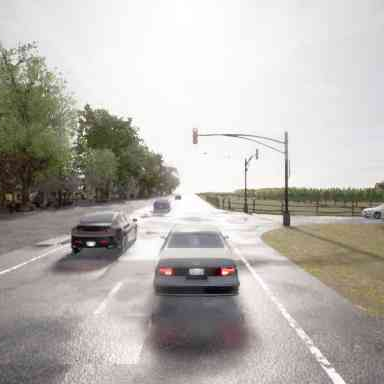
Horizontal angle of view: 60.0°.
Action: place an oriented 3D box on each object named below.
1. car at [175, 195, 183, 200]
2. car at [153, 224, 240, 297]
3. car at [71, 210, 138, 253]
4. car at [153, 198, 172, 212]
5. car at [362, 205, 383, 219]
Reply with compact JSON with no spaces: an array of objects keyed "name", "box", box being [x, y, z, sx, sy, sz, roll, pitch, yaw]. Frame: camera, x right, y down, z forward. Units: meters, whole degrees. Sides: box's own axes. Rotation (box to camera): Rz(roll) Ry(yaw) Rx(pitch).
[{"name":"car","box":[-3.711,1.501,91.617,1.837,1.490,4.892,0,0,0]},{"name":"car","box":[0.082,1.550,8.778,2.033,1.411,5.357,0,0,0]},{"name":"car","box":[-3.430,1.509,13.701,1.837,1.490,4.892,0,0,0]},{"name":"car","box":[-3.491,1.485,39.864,1.882,1.535,5.008,0,0,0]},{"name":"car","box":[18.618,1.787,31.461,4.674,1.442,1.812,1,-1,0]}]
